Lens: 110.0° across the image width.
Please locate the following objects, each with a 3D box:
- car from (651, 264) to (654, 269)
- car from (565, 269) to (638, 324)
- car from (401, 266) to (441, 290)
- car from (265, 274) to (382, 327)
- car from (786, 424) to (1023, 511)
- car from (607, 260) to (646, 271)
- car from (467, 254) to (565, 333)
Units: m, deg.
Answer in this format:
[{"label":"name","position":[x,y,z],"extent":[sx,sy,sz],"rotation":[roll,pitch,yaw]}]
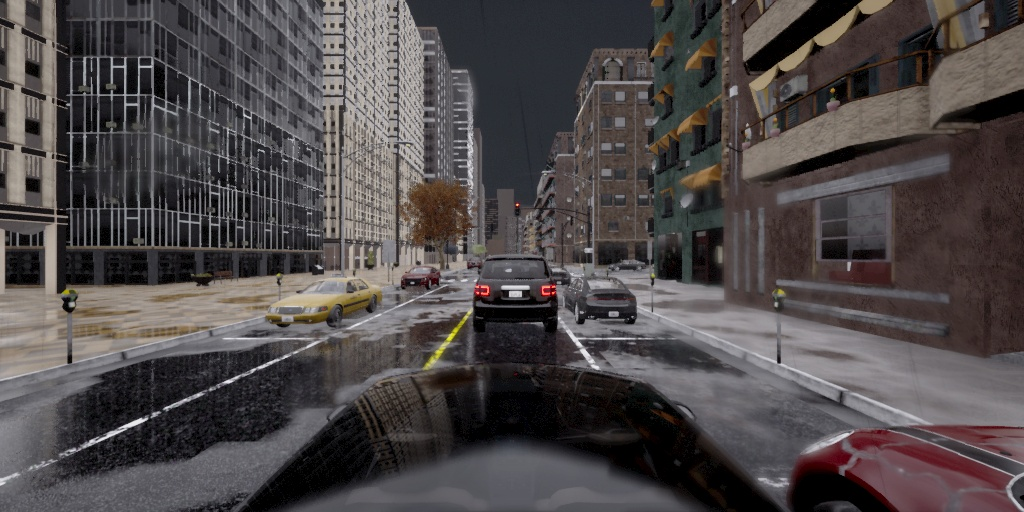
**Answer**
[{"label":"car","position":[18.844,1.006,42.196],"extent":[4.829,1.417,1.751],"rotation":[0,0,-1]},{"label":"car","position":[2.692,1.301,11.664],"extent":[2.007,1.370,4.403],"rotation":[0,0,0]},{"label":"car","position":[-5.685,1.299,22.733],"extent":[1.888,1.381,4.507],"rotation":[0,0,0]},{"label":"car","position":[-5.689,1.276,11.498],"extent":[1.751,1.417,4.829],"rotation":[0,0,0]},{"label":"car","position":[2.688,1.190,0.600],"extent":[1.967,1.591,4.097],"rotation":[0,0,0]},{"label":"car","position":[13.447,1.109,42.143],"extent":[4.403,1.370,2.007],"rotation":[0,0,-1]},{"label":"car","position":[0.093,0.972,10.942],"extent":[2.150,2.045,5.566],"rotation":[0,0,0]}]
